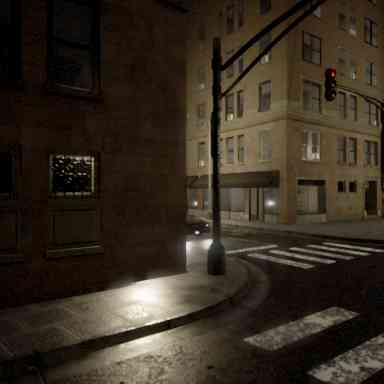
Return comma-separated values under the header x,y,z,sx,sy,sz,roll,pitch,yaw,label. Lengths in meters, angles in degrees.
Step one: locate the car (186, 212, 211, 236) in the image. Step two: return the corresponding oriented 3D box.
x,y,z,sx,sy,sz,roll,pitch,yaw,label
-1.298,1.513,17.758,2.033,1.411,5.357,0,0,-36,car
